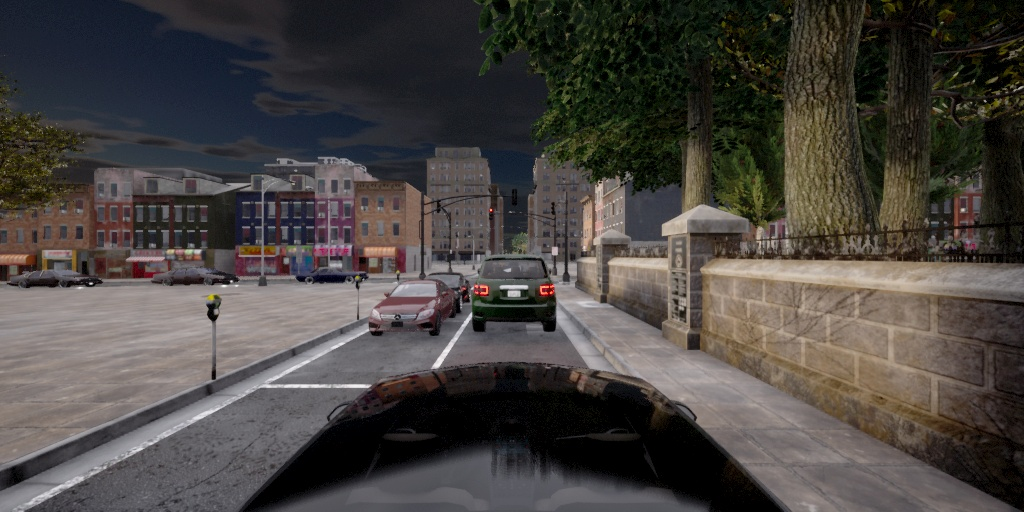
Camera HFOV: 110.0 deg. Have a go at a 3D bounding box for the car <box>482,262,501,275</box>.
[{"bbox_3d":[-2.278,1.344,40.785,1.895,1.301,4.718,0,0,0],"label":"car"}]

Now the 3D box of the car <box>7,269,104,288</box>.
[{"bbox_3d":[-34.135,1.720,26.847,5.357,1.411,2.033,-1,0,1],"label":"car"}]

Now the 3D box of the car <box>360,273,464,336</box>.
[{"bbox_3d":[-2.637,1.332,10.336,1.802,1.307,4.207,0,0,0],"label":"car"}]

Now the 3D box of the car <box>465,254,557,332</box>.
[{"bbox_3d":[0.076,0.971,11.015,2.150,2.045,5.566,0,0,1],"label":"car"}]

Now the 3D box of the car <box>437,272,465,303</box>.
[{"bbox_3d":[-2.637,1.316,13.999,1.948,1.339,4.313,0,0,0],"label":"car"}]

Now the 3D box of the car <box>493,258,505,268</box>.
[{"bbox_3d":[-2.273,1.217,62.899,1.882,1.535,5.008,0,1,1],"label":"car"}]

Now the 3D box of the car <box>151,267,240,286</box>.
[{"bbox_3d":[-23.690,1.556,26.867,5.357,1.411,2.033,-1,0,0],"label":"car"}]

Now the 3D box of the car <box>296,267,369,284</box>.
[{"bbox_3d":[-13.357,1.480,26.900,4.718,1.301,1.895,-1,0,0],"label":"car"}]
